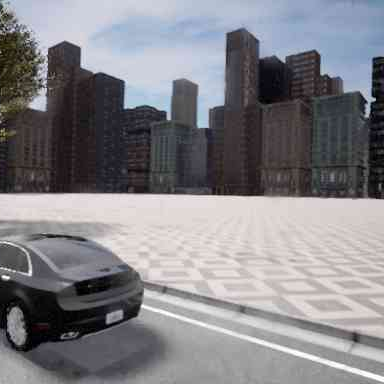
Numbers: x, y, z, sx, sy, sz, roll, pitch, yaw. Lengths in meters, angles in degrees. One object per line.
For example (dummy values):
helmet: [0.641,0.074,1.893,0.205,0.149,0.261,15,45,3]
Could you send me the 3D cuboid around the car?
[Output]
car: [-3.048,1.543,6.303,4.892,1.490,1.837,1,-1,37]
